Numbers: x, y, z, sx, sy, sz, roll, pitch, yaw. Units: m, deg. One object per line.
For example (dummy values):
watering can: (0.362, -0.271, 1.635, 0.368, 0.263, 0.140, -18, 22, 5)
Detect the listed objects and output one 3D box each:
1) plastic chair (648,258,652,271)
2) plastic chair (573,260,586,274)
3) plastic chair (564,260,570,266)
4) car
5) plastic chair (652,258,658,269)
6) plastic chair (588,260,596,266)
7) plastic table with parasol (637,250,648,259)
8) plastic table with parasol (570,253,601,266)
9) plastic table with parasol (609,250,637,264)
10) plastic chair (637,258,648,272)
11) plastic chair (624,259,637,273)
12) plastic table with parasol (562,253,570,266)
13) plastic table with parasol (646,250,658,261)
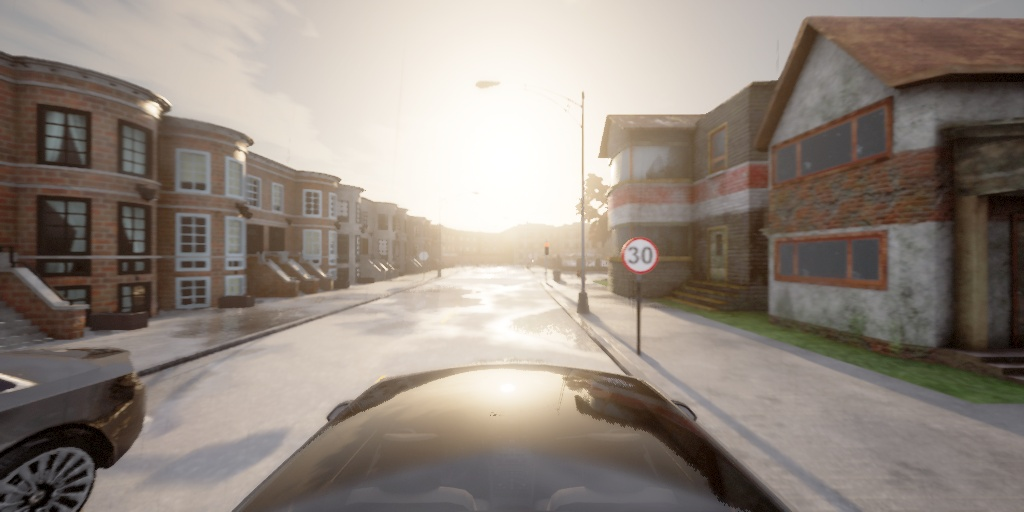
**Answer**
plastic chair: (21.042, 1.350, 56.390, 0.730, 1.272, 0.750, 0, 0, -41)
plastic chair: (9.032, 1.385, 48.135, 0.730, 1.272, 0.750, 0, 0, -40)
plastic chair: (8.591, 1.351, 52.625, 0.730, 1.272, 0.750, 0, 0, -40)
car: (-4.100, 1.241, 1.051, 2.128, 1.511, 4.902, 0, 0, 0)
plastic chair: (22.894, 1.343, 56.147, 0.750, 1.272, 0.730, 0, 0, -34)
plastic chair: (10.965, 1.385, 47.906, 0.750, 1.272, 0.730, 0, 0, -35)
plastic table with parasol: (18.257, 0.725, 53.869, 2.482, 2.480, 2.482, 0, 0, -42)
plastic table with parasol: (10.062, 0.782, 48.879, 2.482, 2.480, 2.482, 0, 0, -40)
plastic table with parasol: (15.292, 0.753, 49.881, 2.482, 2.480, 2.482, 0, 0, -40)
plastic chair: (19.145, 1.356, 52.918, 0.750, 1.272, 0.730, 0, 0, -35)
plastic chair: (16.194, 1.356, 48.908, 0.750, 1.272, 0.730, 0, 0, -35)
plastic table with parasol: (9.621, 0.751, 53.369, 2.482, 2.480, 2.482, 0, 0, -40)
plastic table with parasol: (22.050, 0.676, 57.139, 2.482, 2.480, 2.482, 0, 0, -39)
